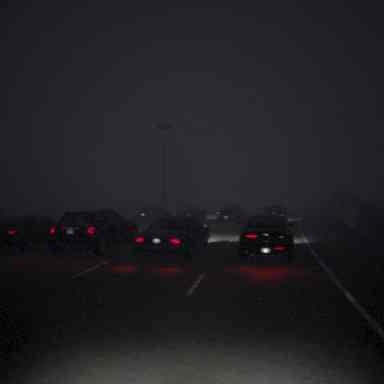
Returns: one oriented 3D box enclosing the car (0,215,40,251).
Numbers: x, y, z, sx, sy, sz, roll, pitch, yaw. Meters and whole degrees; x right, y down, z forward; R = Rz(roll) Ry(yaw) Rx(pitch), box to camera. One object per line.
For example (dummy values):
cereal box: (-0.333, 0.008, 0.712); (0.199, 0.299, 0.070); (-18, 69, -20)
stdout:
car: (-7.335, 1.761, 15.264); (1.994, 1.385, 4.181); (-1, 0, 13)

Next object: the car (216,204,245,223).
car: (3.268, 1.742, 27.352); (1.812, 1.442, 4.674); (-1, 0, 18)

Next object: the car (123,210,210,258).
car: (-0.591, 1.672, 13.398); (2.033, 1.411, 5.357); (-1, 0, 13)

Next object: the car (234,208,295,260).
car: (2.895, 1.599, 12.903); (1.837, 1.490, 4.892); (-1, 0, 14)

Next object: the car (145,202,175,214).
car: (-3.434, 1.854, 29.373); (1.994, 1.385, 4.181); (-1, 0, 18)

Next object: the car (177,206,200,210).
car: (-0.165, 1.852, 28.130); (1.895, 1.301, 4.718); (-1, 0, 18)

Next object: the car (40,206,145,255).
car: (-3.976, 1.510, 14.286); (2.097, 1.767, 4.553); (-1, -1, 13)

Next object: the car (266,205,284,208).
car: (6.474, 1.724, 25.916); (2.033, 1.411, 5.357); (-1, -1, 18)
